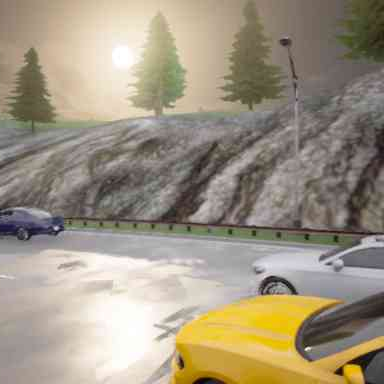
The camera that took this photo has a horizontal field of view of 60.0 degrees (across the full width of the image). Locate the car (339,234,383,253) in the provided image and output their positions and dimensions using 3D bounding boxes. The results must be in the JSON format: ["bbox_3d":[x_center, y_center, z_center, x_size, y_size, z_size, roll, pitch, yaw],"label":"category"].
[{"bbox_3d":[3.287,1.471,5.724,4.674,1.442,1.812,0,0,34],"label":"car"}]

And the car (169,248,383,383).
[{"bbox_3d":[2.076,1.450,2.358,5.008,1.535,1.882,0,0,36],"label":"car"}]

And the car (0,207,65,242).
[{"bbox_3d":[-8.251,1.459,15.865,4.674,1.442,1.812,0,0,22],"label":"car"}]
